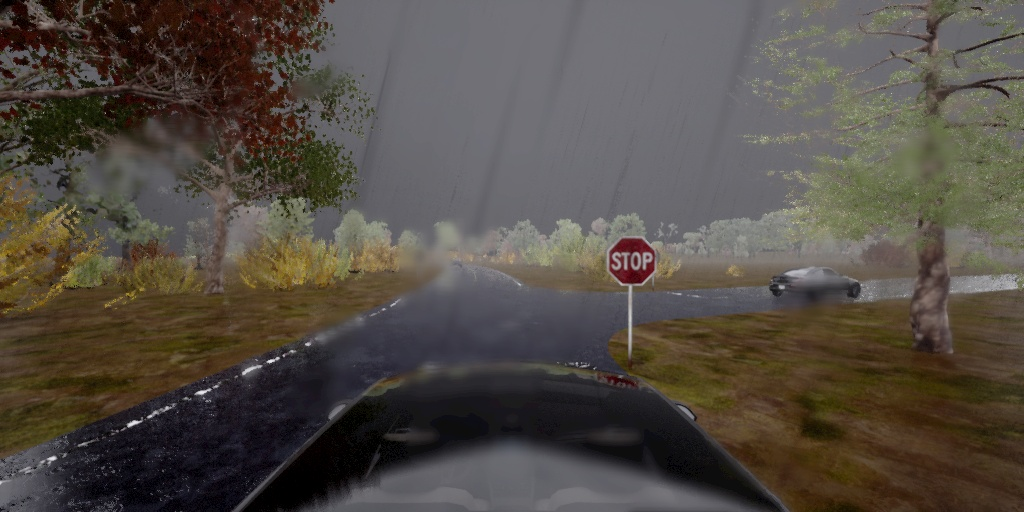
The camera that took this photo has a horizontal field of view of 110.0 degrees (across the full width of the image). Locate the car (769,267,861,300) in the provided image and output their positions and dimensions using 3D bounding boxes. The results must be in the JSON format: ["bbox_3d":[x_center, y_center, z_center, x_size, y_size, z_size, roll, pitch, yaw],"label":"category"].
[{"bbox_3d":[14.401,1.243,17.106,4.674,1.442,1.812,0,0,-22],"label":"car"}]

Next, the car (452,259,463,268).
[{"bbox_3d":[-9.639,1.282,63.350,2.033,1.411,5.357,0,0,-11],"label":"car"}]
